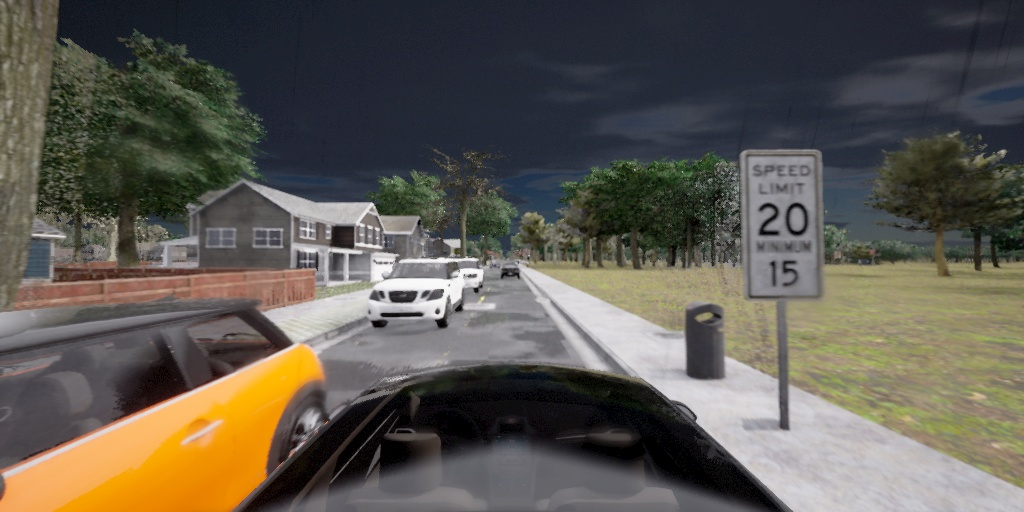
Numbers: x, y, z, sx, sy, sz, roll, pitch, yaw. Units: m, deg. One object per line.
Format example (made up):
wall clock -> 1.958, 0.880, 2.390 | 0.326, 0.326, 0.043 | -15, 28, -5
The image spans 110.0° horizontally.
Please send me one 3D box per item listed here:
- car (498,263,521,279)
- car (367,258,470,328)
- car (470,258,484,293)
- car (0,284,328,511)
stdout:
car -> -0.157, 1.516, 36.192 | 1.882, 1.535, 5.008 | 0, 0, 0
car -> -2.906, 1.071, 12.159 | 2.150, 2.045, 5.566 | 0, 0, 0
car -> -2.991, 1.161, 22.854 | 2.150, 2.045, 5.566 | 0, -1, 0
car -> -2.829, 1.112, 1.589 | 2.097, 1.767, 4.553 | 0, -1, 0
